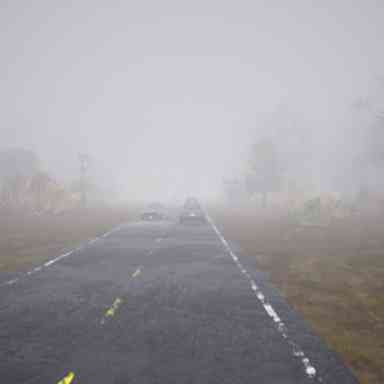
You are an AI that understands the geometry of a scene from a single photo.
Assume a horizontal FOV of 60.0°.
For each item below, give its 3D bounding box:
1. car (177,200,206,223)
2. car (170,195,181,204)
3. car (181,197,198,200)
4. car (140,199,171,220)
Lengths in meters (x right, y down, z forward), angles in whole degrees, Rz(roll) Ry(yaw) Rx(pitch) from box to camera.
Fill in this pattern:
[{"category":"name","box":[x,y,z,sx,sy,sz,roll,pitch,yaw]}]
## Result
[{"category":"car","box":[0.032,1.576,25.547,1.994,1.385,4.181,0,0,0]},{"category":"car","box":[-3.183,1.388,66.568,2.097,1.767,4.553,0,0,0]},{"category":"car","box":[-0.014,1.372,42.715,2.097,1.767,4.553,0,0,0]},{"category":"car","box":[-3.174,1.561,28.390,2.033,1.411,5.357,0,0,0]}]
